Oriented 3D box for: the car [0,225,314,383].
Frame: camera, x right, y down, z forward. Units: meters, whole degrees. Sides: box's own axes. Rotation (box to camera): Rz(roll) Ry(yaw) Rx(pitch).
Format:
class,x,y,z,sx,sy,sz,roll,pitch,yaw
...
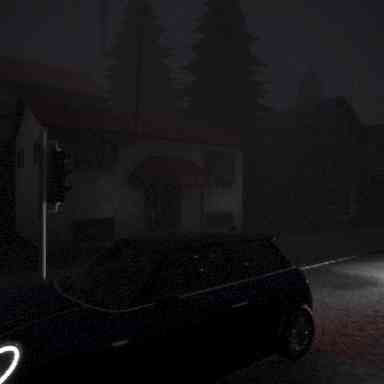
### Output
class,x,y,z,sx,sy,sz,roll,pitch,yaw
car,-0.477,1.352,4.284,4.553,1.767,2.097,0,0,-37
